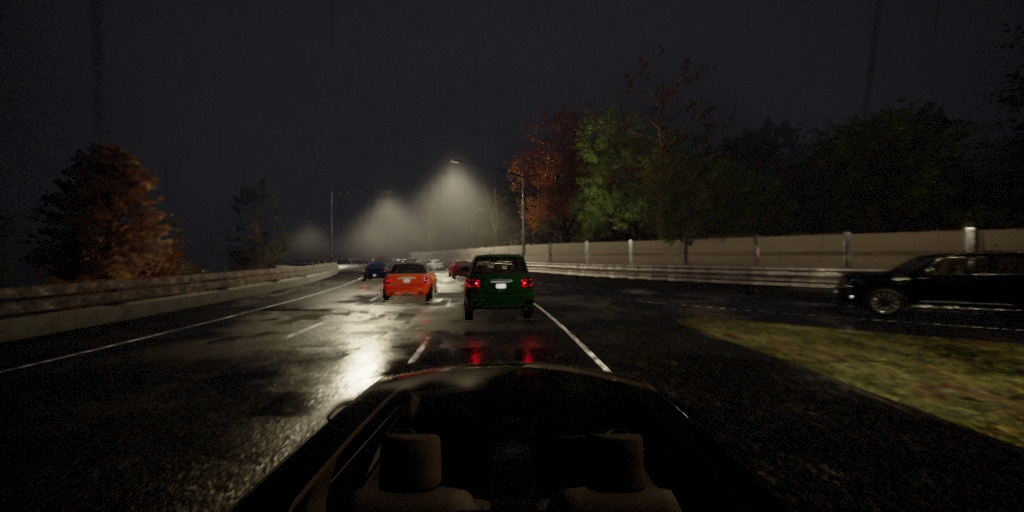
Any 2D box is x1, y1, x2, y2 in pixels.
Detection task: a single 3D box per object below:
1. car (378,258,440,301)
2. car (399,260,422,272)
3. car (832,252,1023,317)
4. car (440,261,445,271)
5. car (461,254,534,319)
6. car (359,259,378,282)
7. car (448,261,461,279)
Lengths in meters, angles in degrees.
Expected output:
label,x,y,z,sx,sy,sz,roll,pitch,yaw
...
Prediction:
label,x,y,z,sx,sy,sz,roll,pitch,yaw
car,-4.814,1.082,17.394,2.097,1.767,4.553,0,0,-9
car,-12.964,1.242,45.410,2.033,1.411,5.357,0,0,-24
car,13.911,0.904,11.362,5.566,2.045,2.150,0,0,32
car,-10.234,1.207,47.626,1.812,1.442,4.674,0,0,-24
car,-0.622,0.949,12.951,2.150,2.045,5.566,0,0,-7
car,-10.867,1.250,29.029,1.812,1.442,4.674,0,0,-15
car,-4.594,1.174,32.221,1.882,1.535,5.008,0,0,-15
